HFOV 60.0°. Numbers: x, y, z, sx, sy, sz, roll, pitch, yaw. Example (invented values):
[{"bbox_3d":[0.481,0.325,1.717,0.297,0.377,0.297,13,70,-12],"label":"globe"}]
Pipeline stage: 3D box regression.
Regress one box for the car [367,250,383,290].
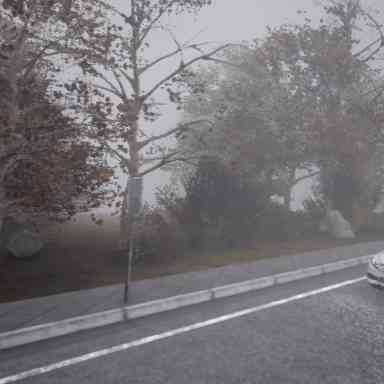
[{"bbox_3d":[6.126,1.560,8.049,4.674,1.442,1.812,0,0,-35],"label":"car"}]
